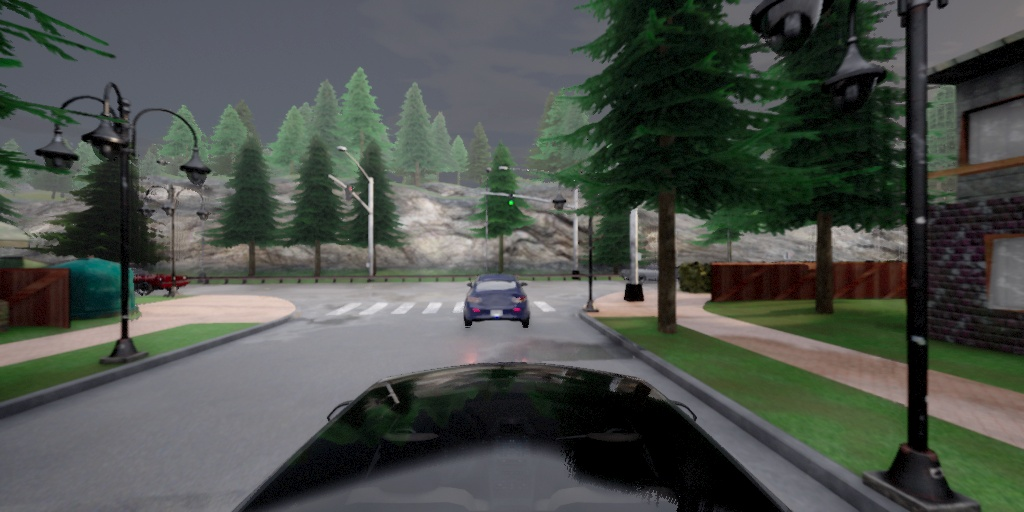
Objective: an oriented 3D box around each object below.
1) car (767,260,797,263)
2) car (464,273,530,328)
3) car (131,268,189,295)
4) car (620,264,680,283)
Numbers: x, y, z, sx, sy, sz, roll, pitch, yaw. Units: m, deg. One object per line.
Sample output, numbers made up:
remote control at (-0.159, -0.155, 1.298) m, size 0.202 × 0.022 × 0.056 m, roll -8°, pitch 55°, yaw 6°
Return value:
car at (19.144, 1.037, 25.608) m, size 4.902 × 1.511 × 2.128 m, roll 0°, pitch 0°, yaw -6°
car at (-0.467, 1.273, 11.340) m, size 1.812 × 1.442 × 4.674 m, roll 0°, pitch 0°, yaw -2°
car at (-19.217, 1.225, 17.865) m, size 4.718 × 1.301 × 1.895 m, roll 0°, pitch 0°, yaw -6°
car at (9.924, 1.165, 24.642) m, size 4.718 × 1.301 × 1.895 m, roll 0°, pitch 0°, yaw -6°
